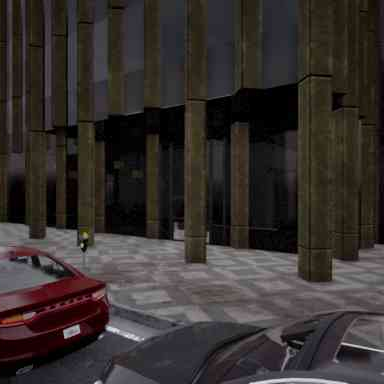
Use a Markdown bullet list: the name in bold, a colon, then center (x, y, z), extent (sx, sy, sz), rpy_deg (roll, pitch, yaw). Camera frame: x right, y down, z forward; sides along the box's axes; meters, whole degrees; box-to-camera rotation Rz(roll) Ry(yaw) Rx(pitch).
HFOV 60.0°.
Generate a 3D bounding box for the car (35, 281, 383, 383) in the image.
- **car**: center (1.163, 1.551, 2.133), extent (4.403, 1.369, 2.008), rpy_deg (0, 0, 36)

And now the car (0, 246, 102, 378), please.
- **car**: center (-3.255, 1.544, 5.303), extent (4.507, 1.381, 1.887), rpy_deg (0, 0, 36)
